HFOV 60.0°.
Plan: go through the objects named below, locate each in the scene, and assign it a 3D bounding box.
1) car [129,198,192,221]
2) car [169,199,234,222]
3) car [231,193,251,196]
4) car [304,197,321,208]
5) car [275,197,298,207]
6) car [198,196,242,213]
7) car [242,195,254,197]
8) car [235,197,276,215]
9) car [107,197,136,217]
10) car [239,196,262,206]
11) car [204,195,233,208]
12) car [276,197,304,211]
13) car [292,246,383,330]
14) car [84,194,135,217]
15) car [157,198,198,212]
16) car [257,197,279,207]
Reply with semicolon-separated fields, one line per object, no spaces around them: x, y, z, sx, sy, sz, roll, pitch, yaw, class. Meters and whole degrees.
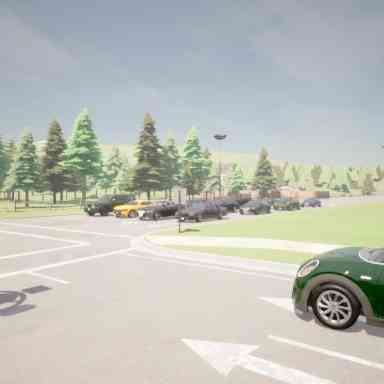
-2.504;1.491;27.666;2.128;1.511;4.902;0;0;36;car
0.884;1.547;26.366;2.033;1.411;5.357;0;0;36;car
6.409;1.221;45.724;2.150;2.045;5.566;0;0;36;car
17.707;1.526;49.244;1.812;1.442;4.674;0;0;37;car
14.533;1.526;50.841;1.812;1.442;4.674;0;0;37;car
3.057;1.478;35.245;1.882;1.535;5.008;0;0;36;car
8.639;1.491;42.848;2.128;1.511;4.902;0;0;36;car
6.564;1.526;34.090;1.812;1.442;4.674;0;0;36;car
-4.893;1.478;30.324;1.882;1.535;5.008;0;0;36;car
9.971;1.478;56.435;1.882;1.535;5.008;0;0;37;car
3.932;1.352;48.259;2.097;1.767;4.553;0;0;36;car
11.794;1.352;41.227;2.097;1.767;4.553;0;0;36;car
4.032;1.352;5.414;4.553;1.767;2.097;0;0;35;car
-7.726;1.221;32.379;2.150;2.045;5.566;0;0;36;car
-1.706;1.547;40.585;2.033;1.411;5.357;0;0;36;car
12.383;1.564;53.813;1.994;1.385;4.181;0;0;37;car
